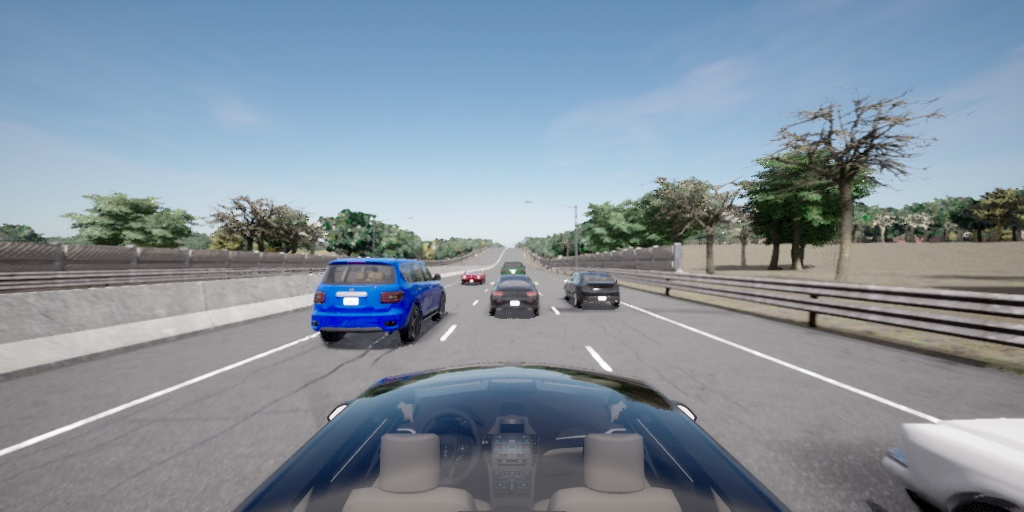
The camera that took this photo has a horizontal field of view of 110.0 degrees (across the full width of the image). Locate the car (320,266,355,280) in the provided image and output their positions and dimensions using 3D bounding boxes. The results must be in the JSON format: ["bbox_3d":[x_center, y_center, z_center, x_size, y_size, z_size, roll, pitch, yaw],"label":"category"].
[{"bbox_3d":[-21.087,2.012,43.552,1.837,1.490,4.892,0,-1,0],"label":"car"}]

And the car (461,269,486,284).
[{"bbox_3d":[-3.408,1.875,32.608,1.895,1.301,4.718,0,-1,0],"label":"car"}]

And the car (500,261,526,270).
[{"bbox_3d":[0.097,1.487,32.217,2.150,2.045,5.566,0,-1,0],"label":"car"}]

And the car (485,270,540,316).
[{"bbox_3d":[0.105,1.468,14.391,1.812,1.442,4.674,0,-1,0],"label":"car"}]

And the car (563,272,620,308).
[{"bbox_3d":[3.597,1.485,16.717,1.837,1.490,4.892,0,-1,0],"label":"car"}]

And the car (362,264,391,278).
[{"bbox_3d":[-17.574,1.928,46.700,2.097,1.767,4.553,0,-1,0],"label":"car"}]

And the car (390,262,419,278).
[{"bbox_3d":[-14.071,1.817,47.439,2.150,2.045,5.566,0,-2,0],"label":"car"}]

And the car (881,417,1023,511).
[{"bbox_3d":[3.599,1.332,0.393,1.895,1.301,4.718,0,-1,0],"label":"car"}]

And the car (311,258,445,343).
[{"bbox_3d":[-3.400,1.098,10.262,2.150,2.045,5.566,0,-1,0],"label":"car"}]
